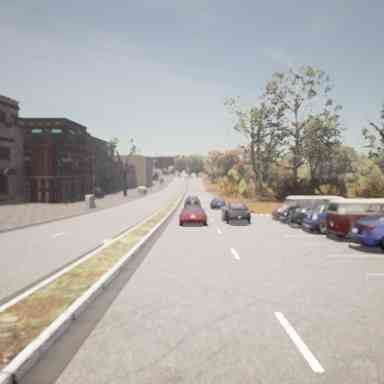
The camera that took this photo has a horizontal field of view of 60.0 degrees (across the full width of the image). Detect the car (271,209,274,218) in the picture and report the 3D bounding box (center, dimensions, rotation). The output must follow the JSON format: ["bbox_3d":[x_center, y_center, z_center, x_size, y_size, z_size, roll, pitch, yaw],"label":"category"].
[{"bbox_3d":[8.793,1.390,27.013,4.553,1.767,2.185,0,1,0],"label":"car"}]

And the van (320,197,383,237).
[{"bbox_3d":[8.890,1.321,15.991,4.442,1.987,1.878,0,0,0],"label":"van"}]

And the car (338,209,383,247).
[{"bbox_3d":[8.805,1.573,13.238,4.792,1.488,2.163,0,0,0],"label":"car"}]

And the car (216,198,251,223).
[{"bbox_3d":[3.326,1.537,25.632,2.128,1.511,4.902,0,1,0],"label":"car"}]

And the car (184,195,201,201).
[{"bbox_3d":[0.059,1.188,42.339,2.097,1.767,4.553,0,1,0],"label":"car"}]

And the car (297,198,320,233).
[{"bbox_3d":[8.739,1.421,18.875,4.553,1.767,2.185,0,0,0],"label":"car"}]

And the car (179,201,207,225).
[{"bbox_3d":[0.074,1.615,24.352,1.994,1.385,4.181,0,0,0],"label":"car"}]

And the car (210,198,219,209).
[{"bbox_3d":[3.311,1.403,42.172,1.994,1.385,4.181,0,1,0],"label":"car"}]

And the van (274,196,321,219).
[{"bbox_3d":[8.649,1.306,24.260,4.442,1.987,1.878,0,0,0],"label":"van"}]

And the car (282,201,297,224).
[{"bbox_3d":[8.762,1.542,21.503,4.892,1.521,2.231,0,0,0],"label":"car"}]

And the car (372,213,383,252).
[{"bbox_3d":[8.749,1.568,10.485,4.792,1.488,2.163,0,0,0],"label":"car"}]
